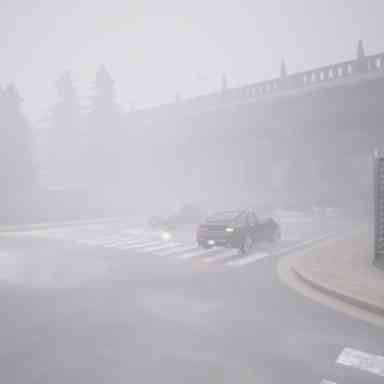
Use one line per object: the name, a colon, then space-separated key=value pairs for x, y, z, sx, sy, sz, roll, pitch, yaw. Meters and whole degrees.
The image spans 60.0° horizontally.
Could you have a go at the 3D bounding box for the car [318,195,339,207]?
car: x=18.469 y=1.167 z=45.251 sx=1.882 sy=1.535 sz=5.008 roll=0 pitch=0 yaw=40

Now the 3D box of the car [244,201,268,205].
car: x=5.458 y=1.475 z=29.230 sx=1.895 sy=1.301 sz=4.718 roll=0 pitch=0 yaw=39

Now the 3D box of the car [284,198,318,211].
car: x=11.908 y=1.329 z=37.242 sx=2.033 sy=1.411 sz=5.357 roll=0 pitch=0 yaw=39

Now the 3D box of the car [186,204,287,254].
car: x=2.038 y=1.479 z=13.630 sx=1.837 sy=1.490 sz=4.892 roll=-3 pitch=-1 yaw=34

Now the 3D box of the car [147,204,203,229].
car: x=-0.816 y=1.489 z=21.424 sx=1.812 sy=1.442 sz=4.674 roll=0 pitch=0 yaw=39
